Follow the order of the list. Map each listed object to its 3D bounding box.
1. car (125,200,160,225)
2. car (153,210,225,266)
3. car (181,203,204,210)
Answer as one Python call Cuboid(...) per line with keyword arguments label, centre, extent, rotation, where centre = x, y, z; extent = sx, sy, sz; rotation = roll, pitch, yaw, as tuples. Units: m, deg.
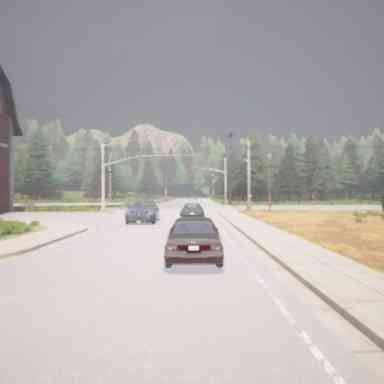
Cuboid(label="car", centre=(-3.593, 1.393, 24.665), extent=(2.097, 1.767, 4.553), rotation=(0, 0, 0))
Cuboid(label="car", centre=(0.061, 1.567, 11.531), extent=(2.033, 1.411, 5.357), rotation=(0, 0, 0))
Cuboid(label="car", centre=(0.048, 1.592, 27.078), extent=(1.994, 1.385, 4.181), rotation=(0, 0, 1))
